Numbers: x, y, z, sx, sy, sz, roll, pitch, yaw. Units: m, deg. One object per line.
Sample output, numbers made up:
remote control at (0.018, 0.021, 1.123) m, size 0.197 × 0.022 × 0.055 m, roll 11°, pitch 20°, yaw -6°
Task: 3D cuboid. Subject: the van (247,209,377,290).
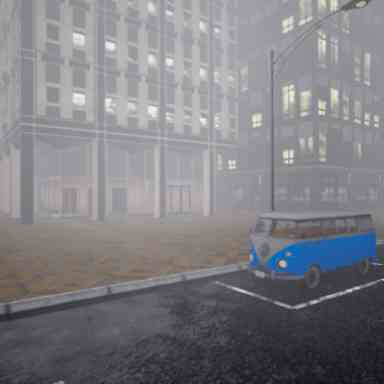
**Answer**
van at (3.279, 1.376, 8.886) m, size 3.998 × 1.788 × 1.690 m, roll 0°, pitch 0°, yaw -35°
